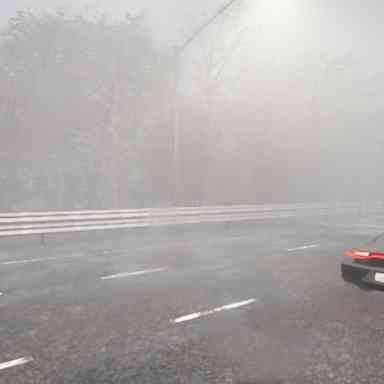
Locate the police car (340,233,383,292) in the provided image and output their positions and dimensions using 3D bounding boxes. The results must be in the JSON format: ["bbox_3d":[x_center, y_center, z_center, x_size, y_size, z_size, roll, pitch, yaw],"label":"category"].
[{"bbox_3d":[5.723,1.498,7.855,4.974,1.542,2.038,0,0,-35],"label":"police car"}]
